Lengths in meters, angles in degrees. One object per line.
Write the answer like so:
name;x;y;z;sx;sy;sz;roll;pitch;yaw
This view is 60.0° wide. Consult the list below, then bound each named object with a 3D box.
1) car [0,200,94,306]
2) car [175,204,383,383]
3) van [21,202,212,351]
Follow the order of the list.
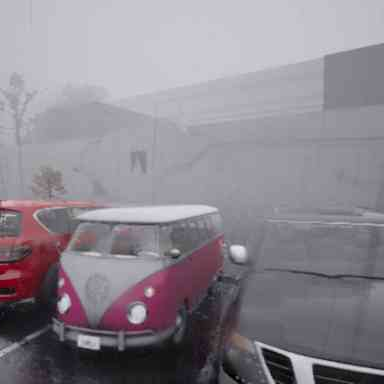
car;-3.033;1.202;7.994;2.435;2.045;5.566;0;-1;15
car;1.820;1.233;4.473;2.435;2.045;5.566;1;0;15
van;-0.633;1.242;6.119;1.878;1.987;4.442;1;0;15
